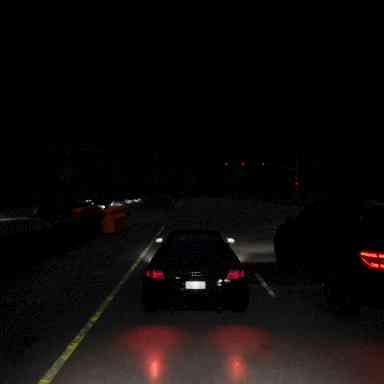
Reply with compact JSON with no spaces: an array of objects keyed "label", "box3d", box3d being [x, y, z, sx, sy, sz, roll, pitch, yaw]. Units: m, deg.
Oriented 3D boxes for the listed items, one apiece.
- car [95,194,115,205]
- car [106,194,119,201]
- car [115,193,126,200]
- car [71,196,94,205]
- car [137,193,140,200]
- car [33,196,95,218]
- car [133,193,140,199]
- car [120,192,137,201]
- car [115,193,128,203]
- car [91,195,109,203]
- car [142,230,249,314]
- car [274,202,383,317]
[{"label":"car","box3d":[-14.334,1.398,53.719,1.994,1.385,4.181,0,0,0]},{"label":"car","box3d":[-17.864,1.241,74.621,1.837,1.490,4.892,0,0,0]},{"label":"car","box3d":[-17.979,1.056,83.590,2.097,1.767,4.553,0,0,-3]},{"label":"car","box3d":[-17.840,1.378,54.511,2.033,1.411,5.357,0,0,0]},{"label":"car","box3d":[-14.473,1.296,83.629,1.895,1.301,4.718,0,0,-3]},{"label":"car","box3d":[-11.745,1.433,30.011,2.128,1.511,4.902,-1,0,38]},{"label":"car","box3d":[-15.775,1.156,93.780,1.837,1.490,4.892,0,0,-11]},{"label":"car","box3d":[-14.360,0.969,74.010,2.150,2.045,5.566,0,0,0]},{"label":"car","box3d":[-14.342,1.388,64.247,1.895,1.301,4.718,0,0,0]},{"label":"car","box3d":[-17.831,1.331,64.942,2.033,1.411,5.357,0,0,0]},{"label":"car","box3d":[0.069,1.563,7.698,1.994,1.385,4.181,0,0,0]},{"label":"car","box3d":[3.591,1.221,7.627,2.150,2.045,5.566,0,0,-2]}]
